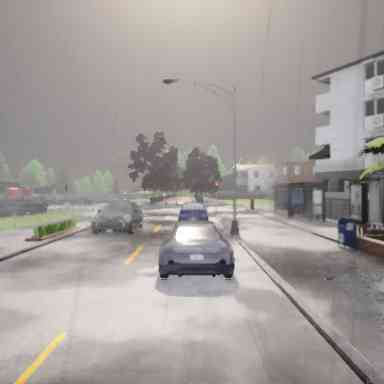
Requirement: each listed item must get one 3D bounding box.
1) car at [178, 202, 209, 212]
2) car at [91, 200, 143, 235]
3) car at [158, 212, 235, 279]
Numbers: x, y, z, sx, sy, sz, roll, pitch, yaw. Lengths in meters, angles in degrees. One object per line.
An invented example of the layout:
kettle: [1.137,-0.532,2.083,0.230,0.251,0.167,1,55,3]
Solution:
car: [0.094,1.403,22.148,1.882,1.535,5.008,0,0,0]
car: [-4.005,1.290,18.405,2.097,1.767,4.553,0,0,0]
car: [0.102,1.530,9.988,1.994,1.385,4.181,0,0,0]
